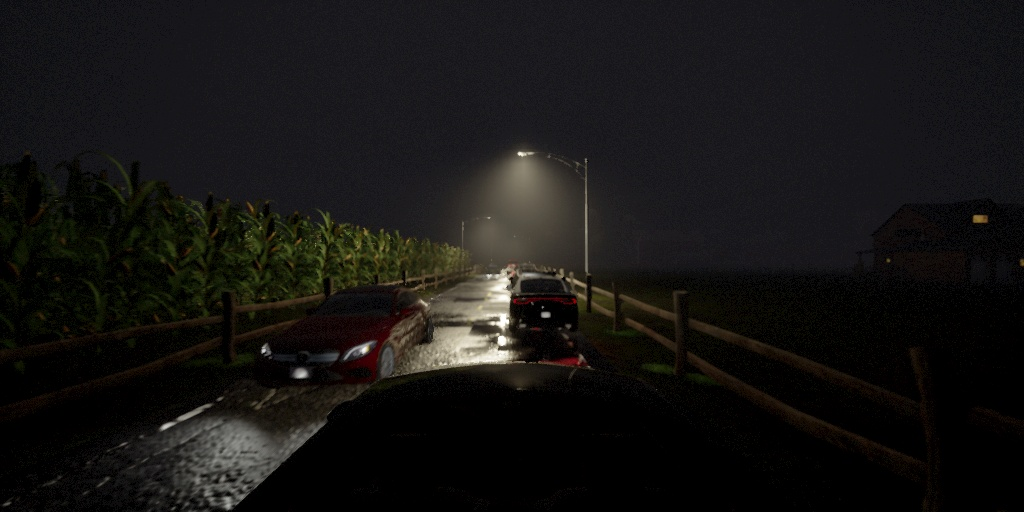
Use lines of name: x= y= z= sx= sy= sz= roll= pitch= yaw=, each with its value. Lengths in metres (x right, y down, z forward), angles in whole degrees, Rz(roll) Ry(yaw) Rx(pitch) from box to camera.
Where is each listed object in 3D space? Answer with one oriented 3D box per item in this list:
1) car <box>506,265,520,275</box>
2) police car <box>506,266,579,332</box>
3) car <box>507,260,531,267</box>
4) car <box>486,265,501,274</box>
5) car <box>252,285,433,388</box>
car: x=0.185 y=1.926 z=49.290 sx=1.895 sy=1.301 sz=4.718 roll=0 pitch=-1 yaw=1
police car: x=0.851 y=1.289 z=11.514 sx=1.930 sy=1.638 sz=5.238 roll=0 pitch=-1 yaw=0
car: x=0.900 y=1.400 z=27.374 sx=2.097 sy=1.767 sz=4.553 roll=0 pitch=-1 yaw=0
car: x=-2.680 y=1.922 z=51.681 sx=1.994 sy=1.385 sz=4.181 roll=0 pitch=-1 yaw=0
car: x=-2.838 y=1.339 z=7.158 sx=1.812 sy=1.442 sz=4.674 roll=0 pitch=-1 yaw=0
